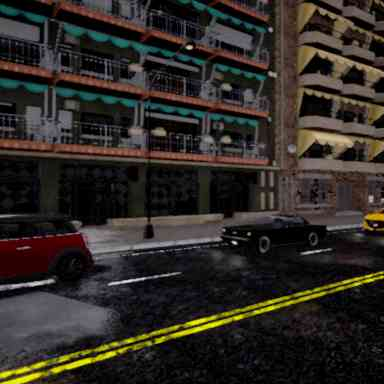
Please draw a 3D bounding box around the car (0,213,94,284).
[{"bbox_3d":[-4.874,1.346,8.123,4.553,1.767,2.097,0,0,-35],"label":"car"}]

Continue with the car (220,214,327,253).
[{"bbox_3d":[3.461,1.629,13.889,4.718,1.301,1.895,0,0,-34],"label":"car"}]

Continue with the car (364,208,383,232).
[{"bbox_3d":[12.100,1.542,19.499,5.008,1.535,1.882,0,0,-33],"label":"car"}]
